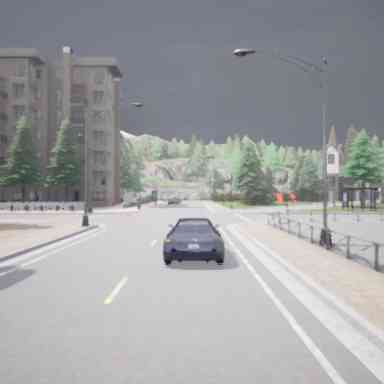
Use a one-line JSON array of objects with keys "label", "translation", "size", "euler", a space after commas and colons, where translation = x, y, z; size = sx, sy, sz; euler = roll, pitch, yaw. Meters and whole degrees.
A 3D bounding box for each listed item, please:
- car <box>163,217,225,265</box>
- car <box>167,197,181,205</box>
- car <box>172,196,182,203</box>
[{"label": "car", "translation": [0.068, 1.598, 11.906], "size": [1.994, 1.385, 4.181], "euler": [0, 0, 0]}, {"label": "car", "translation": [-3.471, 1.747, 62.200], "size": [1.994, 1.385, 4.181], "euler": [0, 0, 1]}, {"label": "car", "translation": [-3.423, 1.759, 77.164], "size": [2.033, 1.411, 5.357], "euler": [0, 0, 0]}]
